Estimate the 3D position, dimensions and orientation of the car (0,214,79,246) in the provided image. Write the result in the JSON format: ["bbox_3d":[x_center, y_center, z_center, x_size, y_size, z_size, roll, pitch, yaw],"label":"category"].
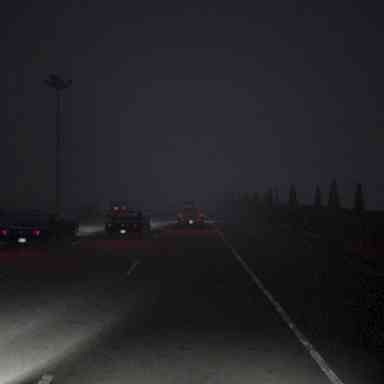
[{"bbox_3d":[-7.019,1.718,15.961,1.895,1.301,4.718,0,0,0],"label":"car"}]

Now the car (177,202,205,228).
[{"bbox_3d":[-0.083,1.692,23.645,1.812,1.442,4.674,0,0,-1],"label":"car"}]

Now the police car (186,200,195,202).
[{"bbox_3d":[-0.233,1.799,41.555,2.038,1.542,4.974,0,0,0],"label":"police car"}]

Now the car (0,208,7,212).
[{"bbox_3d":[-14.266,1.671,22.267,1.837,1.490,4.892,0,0,0],"label":"car"}]

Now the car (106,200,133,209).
[{"bbox_3d":[-7.166,1.592,33.498,2.097,1.767,4.553,0,0,0],"label":"car"}]

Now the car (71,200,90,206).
[{"bbox_3d":[-17.940,1.954,53.764,1.994,1.385,4.181,0,0,0],"label":"car"}]

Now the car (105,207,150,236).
[{"bbox_3d":[-3.546,1.738,19.187,1.895,1.301,4.718,0,0,0],"label":"car"}]
